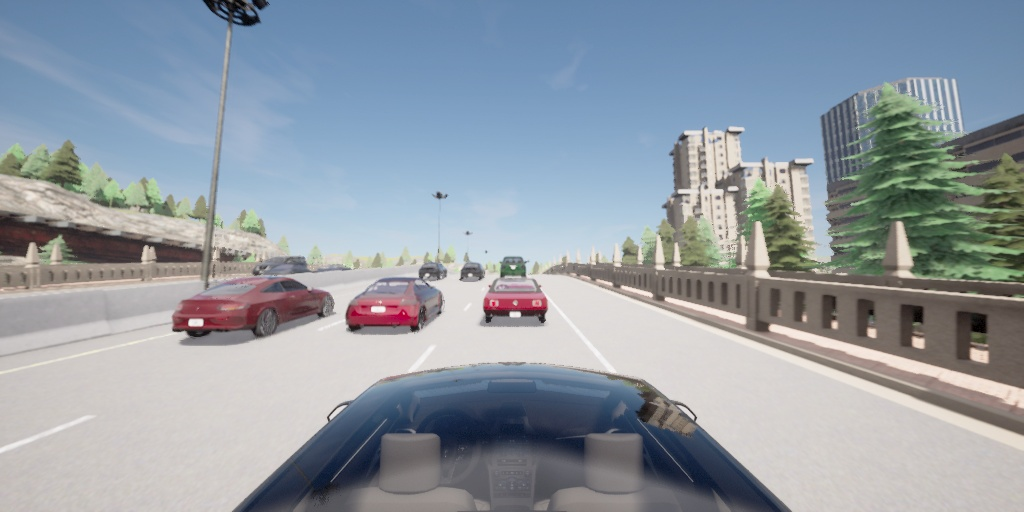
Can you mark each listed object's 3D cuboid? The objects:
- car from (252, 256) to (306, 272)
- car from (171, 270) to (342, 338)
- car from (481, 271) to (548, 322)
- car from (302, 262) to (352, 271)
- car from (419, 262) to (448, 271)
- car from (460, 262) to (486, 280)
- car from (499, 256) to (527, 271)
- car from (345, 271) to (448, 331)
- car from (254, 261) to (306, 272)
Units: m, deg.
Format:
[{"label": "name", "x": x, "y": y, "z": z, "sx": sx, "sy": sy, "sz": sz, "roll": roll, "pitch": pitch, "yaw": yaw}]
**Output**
[{"label": "car", "x": -21.099, "y": 1.012, "z": 33.002, "sx": 2.150, "sy": 2.045, "sz": 5.566, "roll": 0, "pitch": 0, "yaw": 0}, {"label": "car", "x": -6.901, "y": 1.287, "z": 10.131, "sx": 1.812, "sy": 1.442, "sz": 4.674, "roll": 0, "pitch": 0, "yaw": 0}, {"label": "car", "x": 0.099, "y": 1.366, "z": 12.337, "sx": 1.895, "sy": 1.301, "sz": 4.718, "roll": 0, "pitch": 0, "yaw": 0}, {"label": "car", "x": -14.101, "y": 1.351, "z": 28.186, "sx": 1.994, "sy": 1.385, "sz": 4.181, "roll": 0, "pitch": 0, "yaw": 0}, {"label": "car", "x": -6.904, "y": 1.298, "z": 31.646, "sx": 1.837, "sy": 1.490, "sz": 4.892, "roll": 0, "pitch": 0, "yaw": 0}, {"label": "car", "x": -3.404, "y": 1.298, "z": 31.641, "sx": 1.837, "sy": 1.490, "sz": 4.892, "roll": 0, "pitch": 0, "yaw": 0}, {"label": "car", "x": 0.096, "y": 1.013, "z": 30.810, "sx": 2.150, "sy": 2.045, "sz": 5.566, "roll": 0, "pitch": 0, "yaw": 0}, {"label": "car", "x": -3.401, "y": 1.327, "z": 11.123, "sx": 1.994, "sy": 1.385, "sz": 4.181, "roll": 0, "pitch": 0, "yaw": 0}, {"label": "car", "x": -17.601, "y": 1.351, "z": 28.177, "sx": 1.994, "sy": 1.385, "sz": 4.181, "roll": 0, "pitch": 0, "yaw": 0}]
